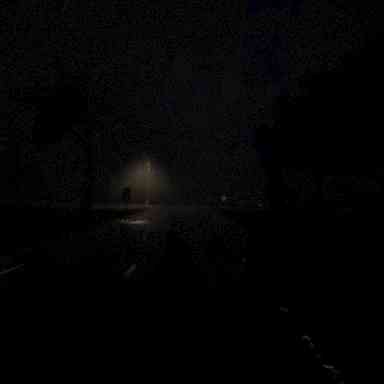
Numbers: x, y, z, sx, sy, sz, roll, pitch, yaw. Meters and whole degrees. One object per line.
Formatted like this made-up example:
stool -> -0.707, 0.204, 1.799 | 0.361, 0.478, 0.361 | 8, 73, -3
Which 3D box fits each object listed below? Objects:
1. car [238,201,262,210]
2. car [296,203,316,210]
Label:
car -> 11.189, 2.559, 64.059 | 4.553, 1.767, 2.097 | 2, 0, 0
car -> 24.664, 3.089, 70.996 | 4.902, 1.511, 2.128 | 2, 0, 0
